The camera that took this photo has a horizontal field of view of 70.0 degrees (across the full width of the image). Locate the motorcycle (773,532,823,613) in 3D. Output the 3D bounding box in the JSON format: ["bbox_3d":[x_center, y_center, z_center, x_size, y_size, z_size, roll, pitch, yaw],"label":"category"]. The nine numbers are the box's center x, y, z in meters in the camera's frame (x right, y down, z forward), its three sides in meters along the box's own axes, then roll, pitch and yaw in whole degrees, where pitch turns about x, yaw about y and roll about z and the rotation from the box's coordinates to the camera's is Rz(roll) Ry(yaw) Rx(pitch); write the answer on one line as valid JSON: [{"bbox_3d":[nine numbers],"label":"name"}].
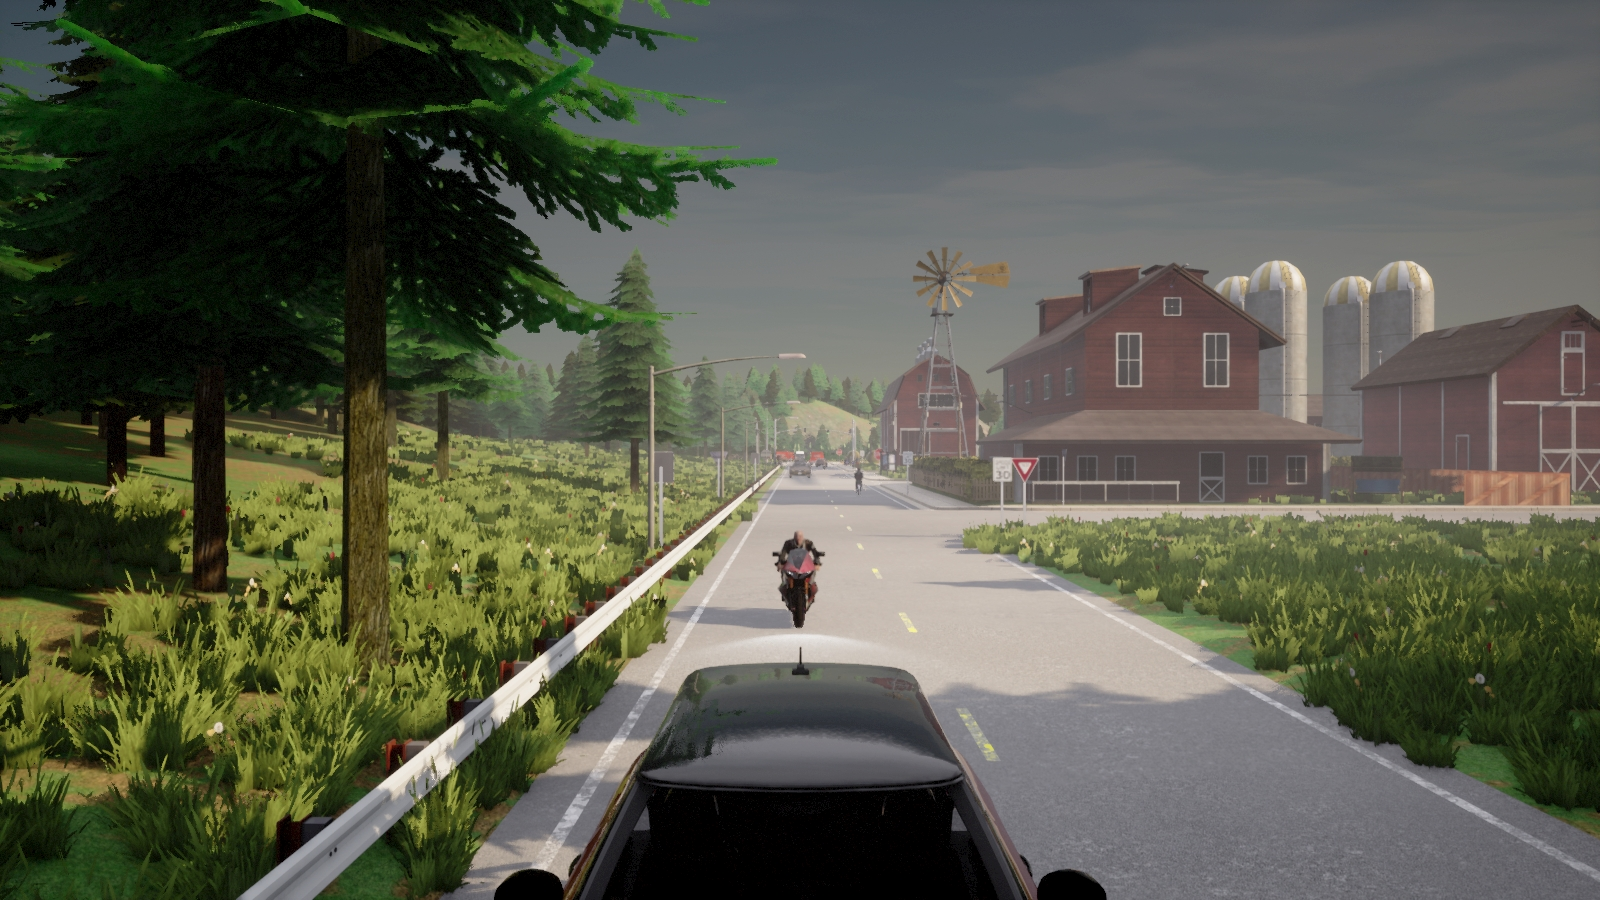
[{"bbox_3d":[-0.039,2.205,20.979,0.867,1.251,2.209,0,0,0],"label":"motorcycle"}]

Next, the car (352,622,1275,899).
[{"bbox_3d":[0.033,1.906,4.501,2.097,1.767,4.553,0,0,0],"label":"car"}]

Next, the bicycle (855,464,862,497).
[{"bbox_3d":[3.513,1.836,68.363,0.329,1.919,1.835,0,0,0],"label":"bicycle"}]
